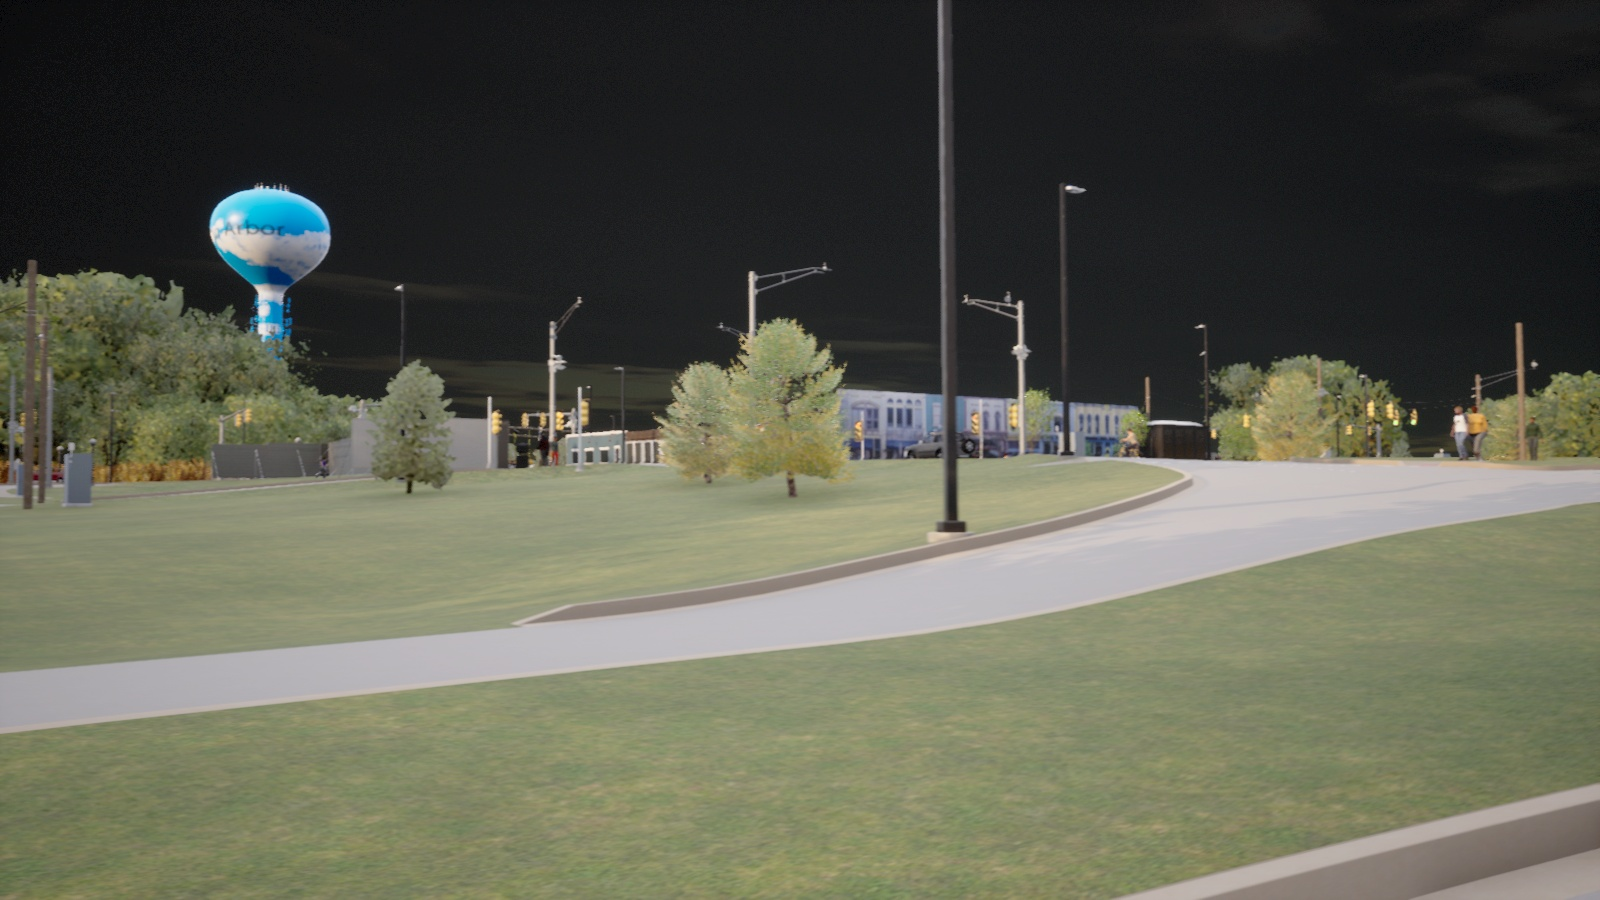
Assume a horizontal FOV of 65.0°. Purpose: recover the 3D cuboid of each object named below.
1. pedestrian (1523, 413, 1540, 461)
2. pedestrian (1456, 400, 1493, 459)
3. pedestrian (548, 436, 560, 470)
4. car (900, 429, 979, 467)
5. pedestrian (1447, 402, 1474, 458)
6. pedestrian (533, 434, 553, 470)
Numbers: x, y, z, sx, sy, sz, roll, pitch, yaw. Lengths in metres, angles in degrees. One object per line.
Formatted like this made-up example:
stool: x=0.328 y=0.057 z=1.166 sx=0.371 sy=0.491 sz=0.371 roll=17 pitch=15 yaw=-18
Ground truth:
pedestrian: x=28.393 y=-0.491 z=48.760 sx=0.614 sy=1.847 sz=0.353 roll=2 pitch=-3 yaw=-43
pedestrian: x=22.284 y=-0.661 z=41.486 sx=0.874 sy=1.855 sz=0.900 roll=-3 pitch=-3 yaw=40
pedestrian: x=-13.609 y=0.190 z=69.467 sx=0.353 sy=1.847 sz=0.614 roll=2 pitch=-3 yaw=-42
car: x=7.435 y=-0.053 z=67.309 sx=1.932 sy=1.855 sz=4.605 roll=0 pitch=-2 yaw=-27
pedestrian: x=21.715 y=-0.654 z=41.282 sx=0.706 sy=1.836 sz=0.354 roll=0 pitch=-3 yaw=-24
pedestrian: x=-13.701 y=0.116 z=66.829 sx=0.899 sy=1.844 sz=0.634 roll=-3 pitch=-3 yaw=42
